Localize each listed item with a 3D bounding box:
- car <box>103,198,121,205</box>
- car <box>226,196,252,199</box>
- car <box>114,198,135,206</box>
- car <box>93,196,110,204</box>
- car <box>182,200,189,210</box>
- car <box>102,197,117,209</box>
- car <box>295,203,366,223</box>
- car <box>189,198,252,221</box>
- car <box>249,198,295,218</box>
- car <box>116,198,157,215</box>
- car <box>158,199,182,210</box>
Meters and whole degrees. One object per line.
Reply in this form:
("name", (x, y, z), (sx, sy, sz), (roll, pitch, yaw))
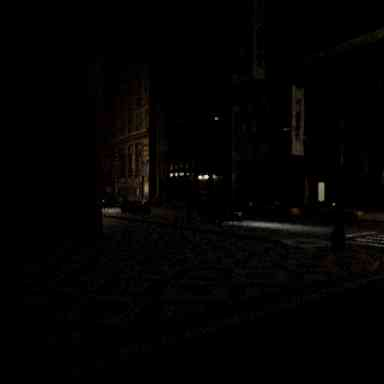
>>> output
("car", (-14.975, 1.737, 62.175), (1.802, 1.307, 4.206), (0, 0, -35))
("car", (4.380, 1.376, 34.697), (2.192, 1.841, 5.009), (0, 0, -35))
("car", (-11.749, 1.705, 57.595), (1.947, 1.339, 4.313), (0, 0, -35))
("car", (-18.201, 1.612, 66.755), (1.967, 1.590, 4.097), (0, 0, -35))
("car", (1.154, 1.621, 39.277), (1.887, 1.381, 4.507), (0, 0, -35))
("car", (-11.187, 1.603, 46.714), (1.837, 1.490, 4.892), (0, -1, -35))
("car", (10.734, 1.557, 25.677), (1.752, 1.417, 4.829), (0, 0, -35))
("car", (2.257, 1.524, 27.539), (2.128, 1.511, 4.902), (0, 0, -35))
("car", (7.508, 1.572, 30.256), (1.752, 1.417, 4.829), (0, 0, -35))
("car", (-5.805, 1.598, 34.353), (1.887, 1.381, 4.507), (0, 0, -35))
("car", (-2.170, 1.617, 43.996), (1.752, 1.417, 4.829), (0, 0, -35))
